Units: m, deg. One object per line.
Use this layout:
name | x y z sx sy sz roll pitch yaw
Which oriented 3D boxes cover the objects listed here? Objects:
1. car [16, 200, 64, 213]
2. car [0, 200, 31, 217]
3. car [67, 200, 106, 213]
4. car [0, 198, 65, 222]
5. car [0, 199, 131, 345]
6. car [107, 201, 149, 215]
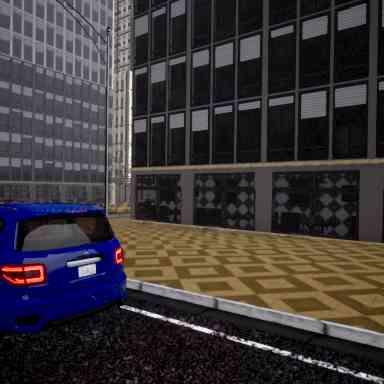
car | -17.646 1.643 38.903 1.752 1.417 4.829 1 0 36
car | -18.847 1.616 32.904 1.837 1.490 4.892 1 0 36
car | -12.935 1.762 40.924 1.994 1.385 4.181 1 0 36
car | -14.148 1.520 29.528 2.192 1.841 5.009 1 0 36
car | -3.701 1.218 6.322 5.566 2.045 2.150 0 0 35
car | -7.351 1.830 38.740 1.752 1.417 4.829 1 0 36
